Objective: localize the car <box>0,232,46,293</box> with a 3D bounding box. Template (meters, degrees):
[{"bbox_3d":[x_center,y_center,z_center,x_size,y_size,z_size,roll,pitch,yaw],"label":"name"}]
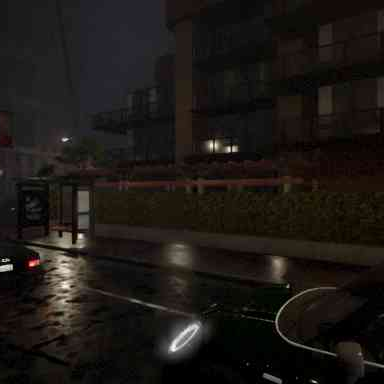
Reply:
[{"bbox_3d":[-5.701,1.547,8.018,5.357,1.411,2.033,0,0,36],"label":"car"}]

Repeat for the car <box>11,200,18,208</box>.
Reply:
[{"bbox_3d":[-22.024,1.505,46.529,1.837,1.490,4.892,0,0,36],"label":"car"}]

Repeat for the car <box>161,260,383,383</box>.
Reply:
[{"bbox_3d":[1.914,1.352,2.639,4.553,1.767,2.097,0,0,35],"label":"car"}]

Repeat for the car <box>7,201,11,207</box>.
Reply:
[{"bbox_3d":[-24.521,1.477,49.072,1.882,1.535,5.008,0,0,35],"label":"car"}]
